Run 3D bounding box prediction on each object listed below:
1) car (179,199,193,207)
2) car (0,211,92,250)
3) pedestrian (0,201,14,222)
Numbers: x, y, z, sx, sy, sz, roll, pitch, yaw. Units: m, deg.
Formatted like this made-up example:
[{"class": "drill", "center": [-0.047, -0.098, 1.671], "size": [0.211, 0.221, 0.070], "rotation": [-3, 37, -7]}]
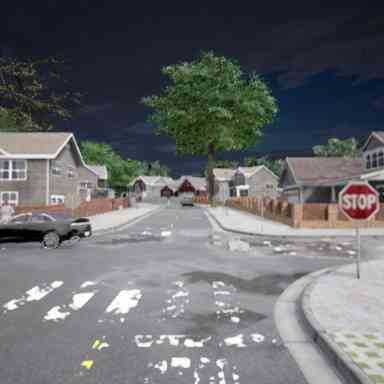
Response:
[{"class": "car", "center": [-1.085, 1.829, 57.710], "size": [1.994, 1.385, 4.181], "rotation": [0, -1, -11]}, {"class": "car", "center": [-6.805, 1.598, 14.408], "size": [4.902, 1.511, 2.128], "rotation": [-2, -2, 11]}, {"class": "pedestrian", "center": [-9.666, 1.392, 17.335], "size": [0.375, 1.860, 0.375], "rotation": [0, -1, 1]}]
